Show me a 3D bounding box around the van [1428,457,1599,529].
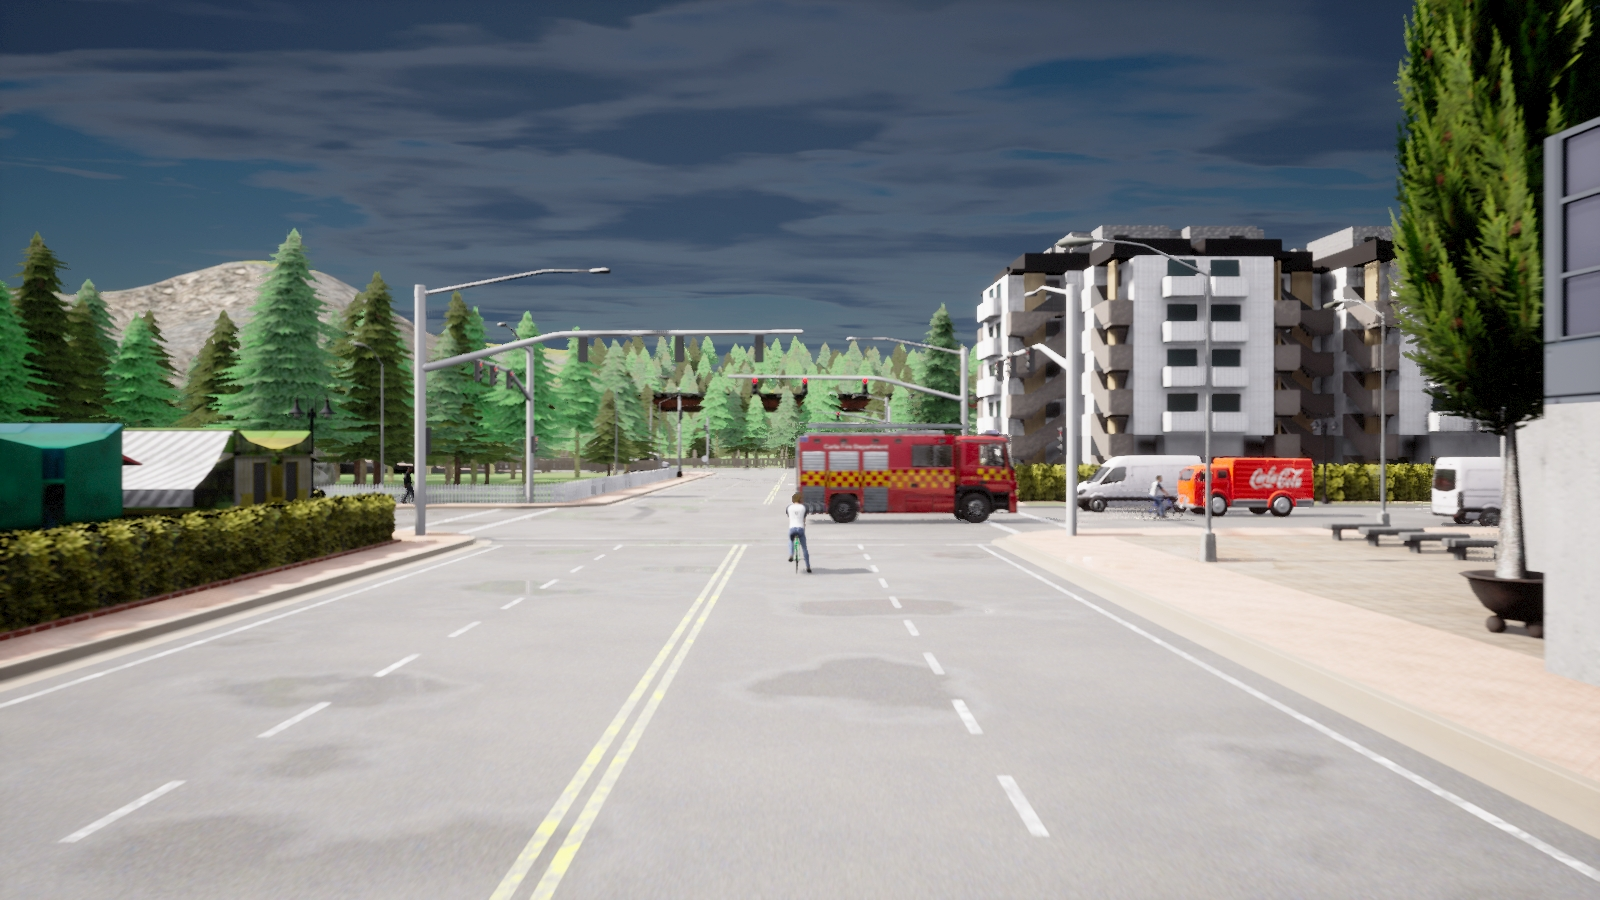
[{"bbox_3d":[26.469,1.535,41.775,5.915,2.561,1.988,0,0,1],"label":"van"}]

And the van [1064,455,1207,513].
[{"bbox_3d":[15.210,1.535,51.995,5.915,2.561,1.988,0,0,-2],"label":"van"}]

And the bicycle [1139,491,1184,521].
[{"bbox_3d":[14.252,2.206,45.030,1.643,1.196,0.373,0,0,-3],"label":"bicycle"}]

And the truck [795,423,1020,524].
[{"bbox_3d":[4.050,0.891,44.605,8.468,3.827,2.891,0,0,-1],"label":"truck"}]

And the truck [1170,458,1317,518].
[{"bbox_3d":[18.791,1.569,48.636,5.204,2.467,2.627,0,0,-2],"label":"truck"}]

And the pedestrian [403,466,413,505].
[{"bbox_3d":[-18.939,1.698,55.241,0.375,1.860,0.375,0,0,-2],"label":"pedestrian"}]
